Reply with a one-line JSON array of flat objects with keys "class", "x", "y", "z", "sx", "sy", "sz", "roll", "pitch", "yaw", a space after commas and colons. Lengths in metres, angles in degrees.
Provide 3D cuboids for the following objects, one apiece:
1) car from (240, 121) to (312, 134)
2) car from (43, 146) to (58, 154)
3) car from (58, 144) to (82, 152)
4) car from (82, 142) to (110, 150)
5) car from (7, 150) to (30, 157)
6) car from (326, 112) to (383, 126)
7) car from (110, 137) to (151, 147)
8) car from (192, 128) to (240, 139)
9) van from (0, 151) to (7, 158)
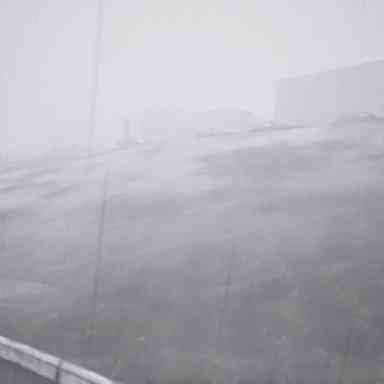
[{"class": "car", "x": 6.380, "y": -4.372, "z": 24.022, "sx": 4.892, "sy": 1.521, "sz": 2.231, "roll": 2, "pitch": 2, "yaw": 41}, {"class": "car", "x": -18.644, "y": -5.471, "z": 45.739, "sx": 4.553, "sy": 1.767, "sz": 2.185, "roll": 2, "pitch": 2, "yaw": 41}, {"class": "car", "x": -14.478, "y": -5.315, "z": 42.121, "sx": 4.553, "sy": 1.767, "sz": 2.185, "roll": 2, "pitch": 2, "yaw": 41}, {"class": "car", "x": -10.197, "y": -4.985, "z": 38.404, "sx": 4.674, "sy": 1.452, "sz": 2.002, "roll": 2, "pitch": 2, "yaw": 41}, {"class": "car", "x": -26.963, "y": -5.643, "z": 52.961, "sx": 4.892, "sy": 1.521, "sz": 2.231, "roll": 2, "pitch": 1, "yaw": 41}, {"class": "car", "x": 10.639, "y": -4.140, "z": 20.473, "sx": 4.674, "sy": 1.452, "sz": 2.002, "roll": 3, "pitch": 2, "yaw": 40}, {"class": "car", "x": -6.047, "y": -4.992, "z": 34.801, "sx": 4.553, "sy": 1.767, "sz": 2.185, "roll": 2, "pitch": 2, "yaw": 41}, {"class": "car", "x": 2.208, "y": -4.546, "z": 27.633, "sx": 4.892, "sy": 1.521, "sz": 2.231, "roll": 2, "pitch": 2, "yaw": 41}, {"class": "van", "x": -31.033, "y": -6.010, "z": 56.495, "sx": 4.442, "sy": 1.987, "sz": 1.878, "roll": 2, "pitch": 1, "yaw": 41}]
